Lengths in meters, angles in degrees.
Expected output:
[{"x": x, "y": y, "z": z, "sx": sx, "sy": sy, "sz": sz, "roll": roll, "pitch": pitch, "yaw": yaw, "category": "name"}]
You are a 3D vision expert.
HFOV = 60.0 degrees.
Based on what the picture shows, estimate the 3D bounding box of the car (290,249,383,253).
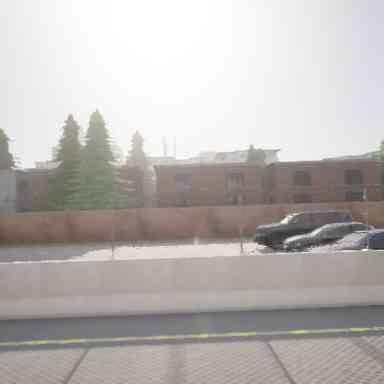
[{"x": 6.504, "y": 2.009, "z": 11.552, "sx": 5.357, "sy": 1.411, "sz": 2.033, "roll": -2, "pitch": -3, "yaw": -1, "category": "car"}]
